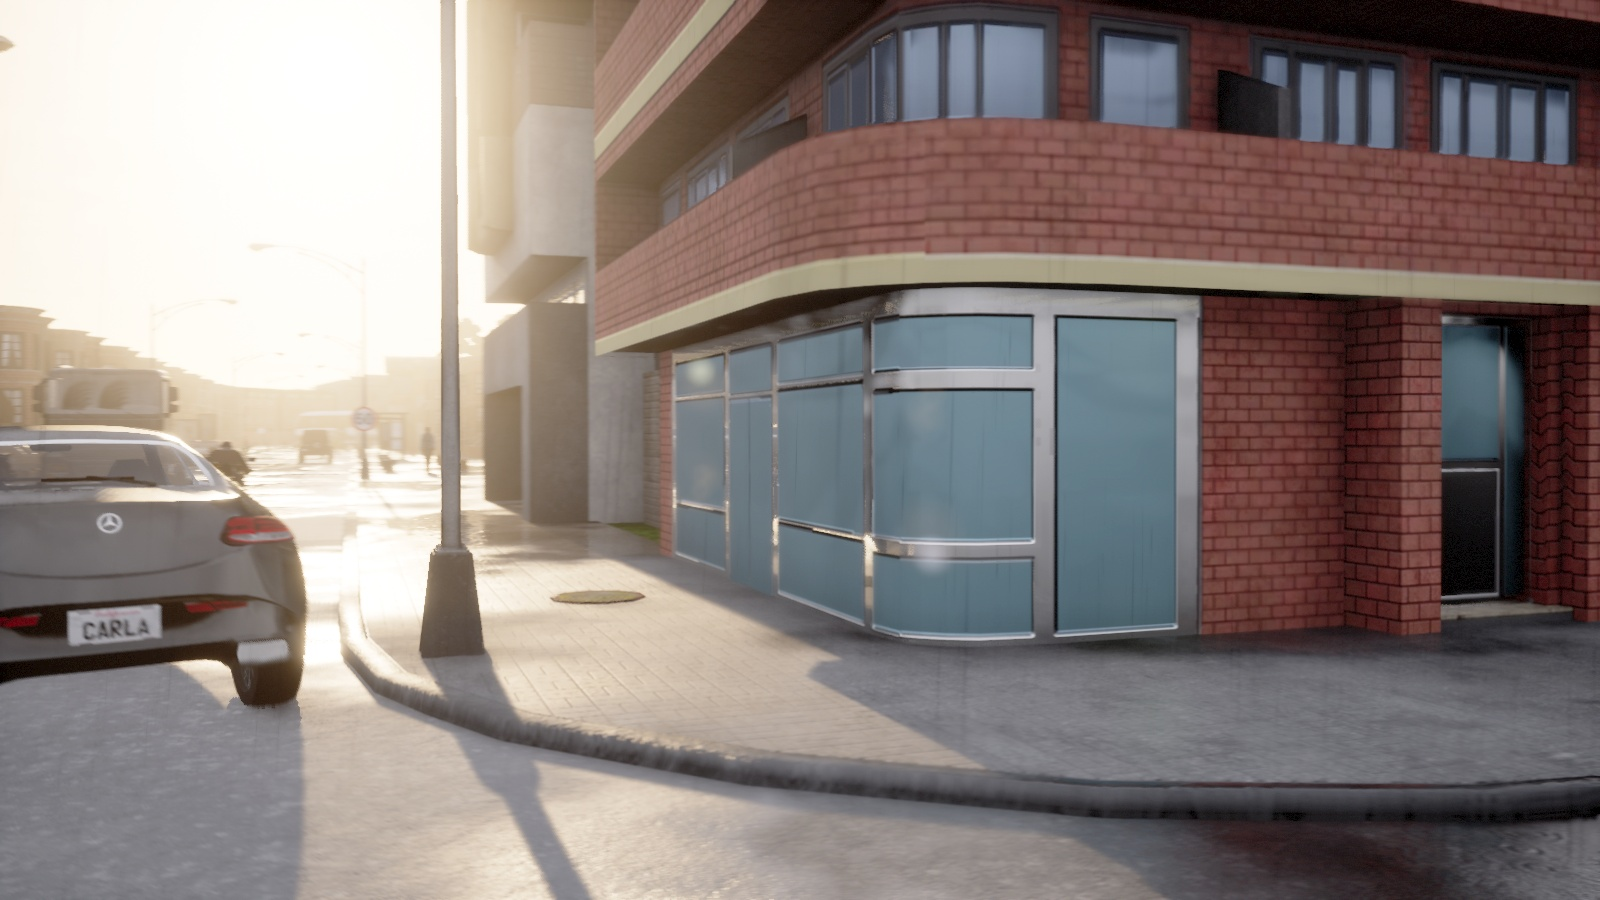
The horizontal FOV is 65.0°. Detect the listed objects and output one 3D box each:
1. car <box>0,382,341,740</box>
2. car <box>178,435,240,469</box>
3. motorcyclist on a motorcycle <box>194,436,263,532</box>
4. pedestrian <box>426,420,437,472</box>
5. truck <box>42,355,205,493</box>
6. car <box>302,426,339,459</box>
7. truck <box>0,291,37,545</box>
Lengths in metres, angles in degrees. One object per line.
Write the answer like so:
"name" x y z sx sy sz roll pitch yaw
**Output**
"car" -4.791 0.477 8.097 2.152 1.651 5.027 0 1 -36
"car" -25.528 0.059 54.335 1.994 1.385 4.181 0 1 -19
"motorcyclist on a motorcycle" -9.673 0.537 21.319 0.866 1.530 2.191 0 1 -19
"pedestrian" -13.933 -0.151 47.482 0.396 1.930 0.692 0 1 -17
"truck" -19.014 -0.714 35.809 2.891 3.462 7.936 0 1 -19
"car" -27.564 -0.453 72.251 1.905 1.878 3.866 0 1 -19
"truck" -11.618 -0.404 14.804 2.891 3.462 7.936 0 1 -19
